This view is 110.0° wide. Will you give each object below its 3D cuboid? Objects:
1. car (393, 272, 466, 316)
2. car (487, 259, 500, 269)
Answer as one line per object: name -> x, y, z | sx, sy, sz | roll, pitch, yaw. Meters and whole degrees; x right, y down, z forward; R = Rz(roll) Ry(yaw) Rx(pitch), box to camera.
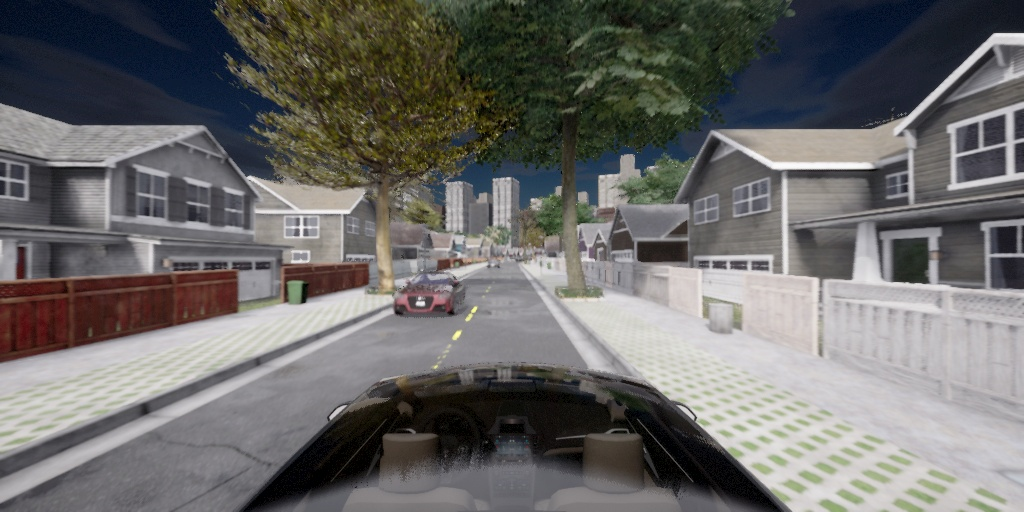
car -> -2.855, 1.291, 13.179 | 1.994, 1.385, 4.181 | 0, 0, 0
car -> -2.823, 1.190, 55.451 | 2.128, 1.511, 4.902 | 0, 0, 1
